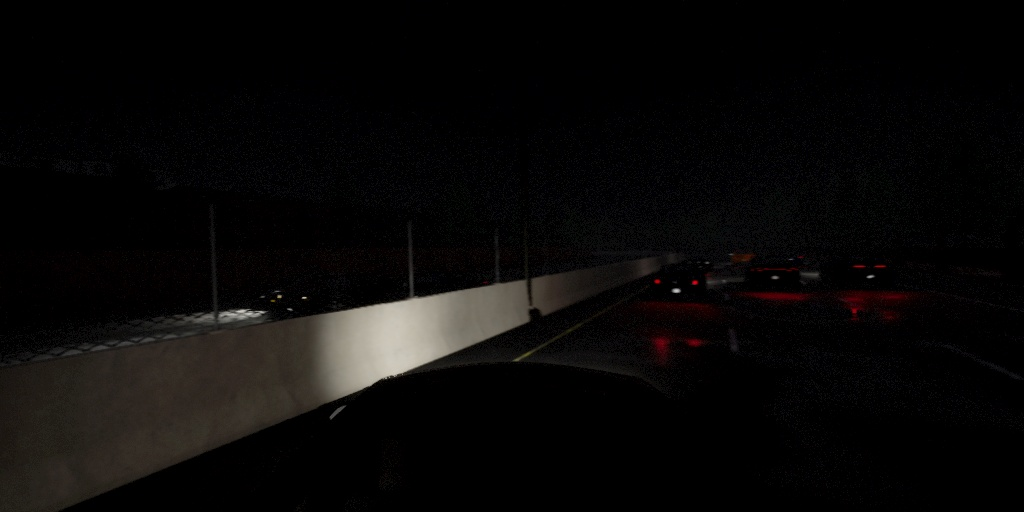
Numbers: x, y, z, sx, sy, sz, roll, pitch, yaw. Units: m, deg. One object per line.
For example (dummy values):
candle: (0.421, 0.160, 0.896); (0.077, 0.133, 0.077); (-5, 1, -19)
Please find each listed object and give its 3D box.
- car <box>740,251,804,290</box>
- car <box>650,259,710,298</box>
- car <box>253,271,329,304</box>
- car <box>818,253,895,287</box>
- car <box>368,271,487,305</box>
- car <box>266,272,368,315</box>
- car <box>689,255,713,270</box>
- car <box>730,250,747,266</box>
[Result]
car: (12.473, 0.694, 17.457); (1.882, 1.535, 5.008); (-1, 1, 30)
car: (7.382, 0.977, 15.631); (1.895, 1.301, 4.718); (-1, 1, 30)
car: (-8.865, 1.372, 15.877); (1.994, 1.385, 4.181); (-1, 1, 30)
car: (16.445, 0.604, 17.339); (2.128, 1.511, 4.902); (-1, 1, 30)
car: (-2.592, 1.243, 12.744); (1.994, 1.385, 4.181); (-1, 1, 30)
car: (-6.148, 1.365, 13.584); (1.895, 1.301, 4.718); (-1, 1, 30)
car: (16.347, 0.540, 31.176); (1.895, 1.301, 4.718); (-1, 1, 30)
car: (23.397, 0.162, 36.402); (1.882, 1.535, 5.008); (-1, 1, 30)
